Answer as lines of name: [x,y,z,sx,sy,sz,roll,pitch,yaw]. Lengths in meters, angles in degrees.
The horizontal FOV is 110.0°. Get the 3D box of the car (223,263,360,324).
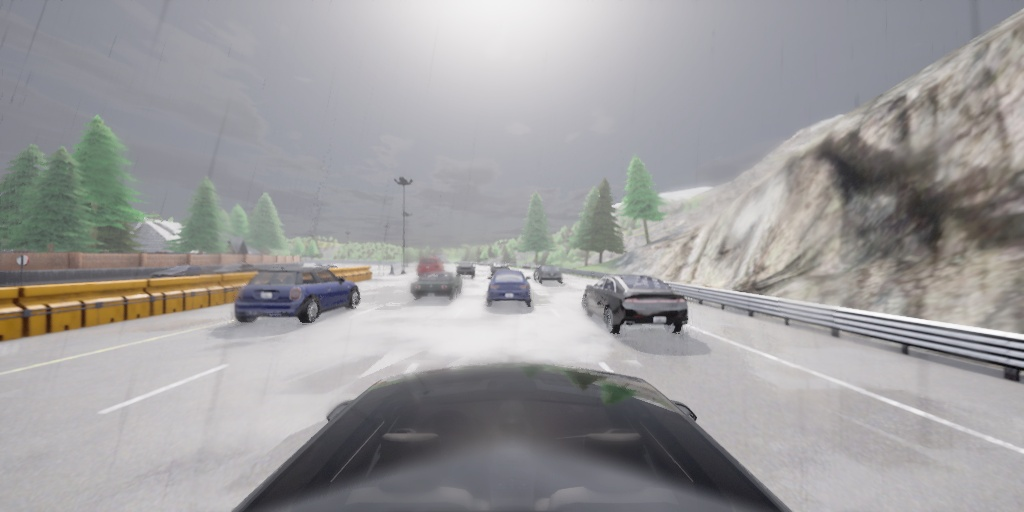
car: [-7.082,1.168,12.440,2.097,1.767,4.553,0,0,-1]

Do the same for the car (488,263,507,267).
car: [-1.391,1.448,38.011,2.128,1.511,4.902,0,0,-6]

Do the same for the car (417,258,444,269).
car: [-8.196,1.175,36.321,2.150,2.045,5.566,0,0,-6]

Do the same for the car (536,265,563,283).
car: [2.878,1.451,29.381,2.033,1.411,5.357,0,0,-3]

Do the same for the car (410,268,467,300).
car: [-3.664,1.447,18.283,1.895,1.301,4.718,0,0,-1]

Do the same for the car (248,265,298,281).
car: [-22.189,1.550,33.486,1.895,1.301,4.718,0,0,-6]

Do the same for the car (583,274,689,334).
car: [3.439,1.291,10.833,2.128,1.511,4.902,0,0,-1]

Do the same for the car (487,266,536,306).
car: [-0.132,1.356,16.080,1.812,1.442,4.674,0,0,-1]

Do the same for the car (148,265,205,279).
car: [-29.050,1.494,31.900,2.033,1.411,5.357,0,0,-5]

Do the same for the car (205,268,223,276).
car: [-25.741,1.458,33.604,1.837,1.490,4.892,0,0,-6]

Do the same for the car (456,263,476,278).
car: [-4.838,1.462,37.497,1.837,1.490,4.892,0,0,-6]
